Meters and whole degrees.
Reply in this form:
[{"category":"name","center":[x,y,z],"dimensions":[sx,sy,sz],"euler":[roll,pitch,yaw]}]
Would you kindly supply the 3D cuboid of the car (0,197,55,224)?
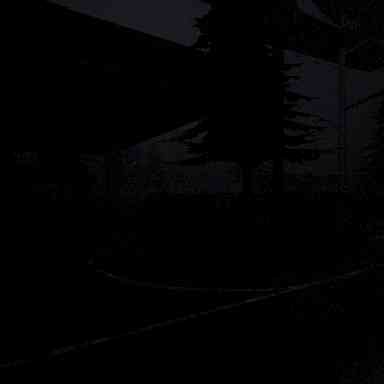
[{"category":"car","center":[-11.900,1.313,23.522],"dimensions":[3.866,1.878,1.905],"euler":[0,0,-36]}]
